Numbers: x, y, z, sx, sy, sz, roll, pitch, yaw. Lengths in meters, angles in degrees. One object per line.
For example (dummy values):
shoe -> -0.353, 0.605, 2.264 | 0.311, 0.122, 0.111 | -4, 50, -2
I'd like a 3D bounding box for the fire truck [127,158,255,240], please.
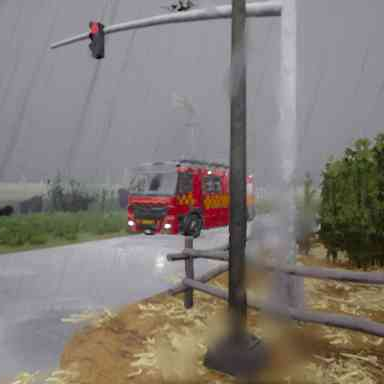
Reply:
fire truck -> 0.430, 0.290, 18.124 | 2.891, 3.827, 8.468 | 0, 0, 34
